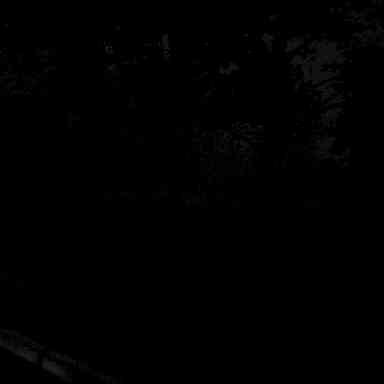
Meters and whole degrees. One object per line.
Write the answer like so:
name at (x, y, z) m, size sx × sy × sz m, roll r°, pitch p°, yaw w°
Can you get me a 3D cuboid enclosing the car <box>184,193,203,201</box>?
car at (-0.399, 1.364, 93.122) m, size 2.435 × 2.045 × 5.566 m, roll 6°, pitch 1°, yaw 42°
